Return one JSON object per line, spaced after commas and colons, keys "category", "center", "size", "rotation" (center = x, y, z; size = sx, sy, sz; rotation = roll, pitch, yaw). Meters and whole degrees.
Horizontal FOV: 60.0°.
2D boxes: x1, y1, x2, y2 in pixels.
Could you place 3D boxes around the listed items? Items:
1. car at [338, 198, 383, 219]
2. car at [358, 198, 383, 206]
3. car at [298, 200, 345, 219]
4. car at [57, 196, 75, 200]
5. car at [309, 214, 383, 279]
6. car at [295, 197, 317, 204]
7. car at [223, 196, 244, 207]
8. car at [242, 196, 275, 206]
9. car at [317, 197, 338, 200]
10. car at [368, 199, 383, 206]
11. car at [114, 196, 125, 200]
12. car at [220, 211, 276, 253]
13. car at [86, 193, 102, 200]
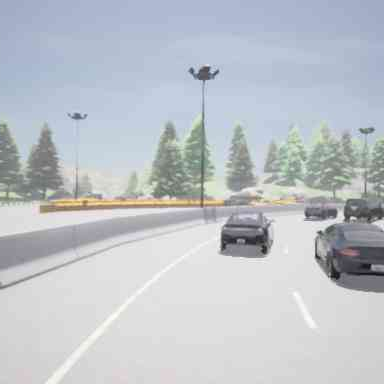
{"category": "car", "center": [15.737, 1.588, 30.388], "size": [2.150, 2.045, 5.566], "rotation": [0, -1, 44]}
{"category": "car", "center": [36.768, 1.944, 68.108], "size": [5.008, 1.535, 1.882], "rotation": [0, 0, -12]}
{"category": "car", "center": [12.418, 1.816, 31.764], "size": [2.128, 1.511, 4.902], "rotation": [0, -1, 41]}
{"category": "car", "center": [-22.344, 1.421, 59.087], "size": [2.128, 1.511, 4.902], "rotation": [1, 0, 0]}
{"category": "car", "center": [4.920, 1.647, 10.140], "size": [1.812, 1.442, 4.674], "rotation": [1, 0, 13]}
{"category": "car", "center": [21.501, 1.759, 59.828], "size": [4.553, 1.767, 2.097], "rotation": [0, 0, -23]}
{"category": "car", "center": [7.472, 1.820, 51.362], "size": [4.674, 1.442, 1.812], "rotation": [1, 0, -38]}
{"category": "car", "center": [10.097, 1.798, 48.737], "size": [5.008, 1.535, 1.882], "rotation": [1, 0, -38]}
{"category": "car", "center": [24.347, 1.935, 57.212], "size": [4.674, 1.442, 1.812], "rotation": [0, 0, -23]}
{"category": "car", "center": [36.726, 2.013, 64.539], "size": [4.181, 1.385, 1.994], "rotation": [0, 0, -12]}
{"category": "car", "center": [-19.546, 1.660, 89.637], "size": [1.994, 1.385, 4.181], "rotation": [1, 0, 10]}
{"category": "car", "center": [2.509, 1.594, 14.462], "size": [2.128, 1.511, 4.902], "rotation": [1, 0, 17]}
{"category": "car", "center": [-21.859, 1.229, 74.513], "size": [2.150, 2.045, 5.566], "rotation": [1, 0, 3]}
